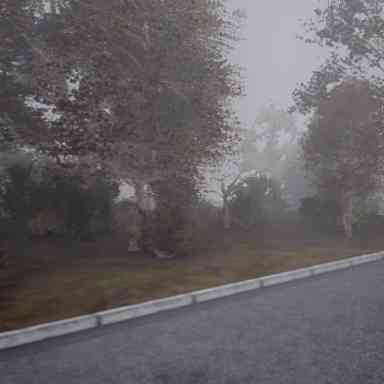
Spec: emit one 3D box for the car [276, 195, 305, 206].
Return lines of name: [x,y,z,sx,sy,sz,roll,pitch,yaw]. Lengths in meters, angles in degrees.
car: [20.555,1.713,69.585,2.435,2.045,5.566,0,0,-36]

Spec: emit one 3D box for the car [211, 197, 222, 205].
car: [3.725,2.044,73.570,2.163,1.488,4.792,0,0,-36]

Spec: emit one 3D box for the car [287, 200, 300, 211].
car: [13.052,1.763,38.485,1.994,1.385,4.181,4,-3,-34]

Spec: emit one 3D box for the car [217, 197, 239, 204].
car: [8.265,1.986,76.854,2.097,1.535,5.008,0,0,-36]

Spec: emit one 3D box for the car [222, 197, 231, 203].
car: [6.097,1.997,75.072,1.946,1.575,5.366,0,0,-36]

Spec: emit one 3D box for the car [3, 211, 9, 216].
car: [-22.369,2.231,38.675,1.946,1.575,5.366,0,0,-36]

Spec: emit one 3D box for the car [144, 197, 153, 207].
car: [-9.963,1.978,63.795,2.185,1.767,4.553,0,0,-36]

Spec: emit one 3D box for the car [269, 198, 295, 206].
car: [18.301,1.974,67.948,2.097,1.535,5.008,0,0,-36]
